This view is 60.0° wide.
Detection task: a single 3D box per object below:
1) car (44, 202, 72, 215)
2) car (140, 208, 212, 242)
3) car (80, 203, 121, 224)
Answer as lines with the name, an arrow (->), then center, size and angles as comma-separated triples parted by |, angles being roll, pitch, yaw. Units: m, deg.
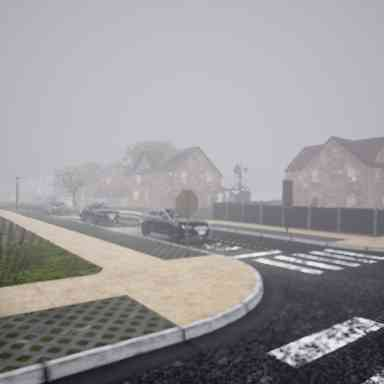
car -> -14.340, 1.699, 35.606 | 1.895, 1.301, 4.718 | 2, -1, -36
car -> -0.960, 1.590, 17.119 | 2.128, 1.511, 4.902 | 2, -1, -36
car -> -7.113, 1.584, 25.613 | 2.128, 1.511, 4.902 | 2, -1, -36
